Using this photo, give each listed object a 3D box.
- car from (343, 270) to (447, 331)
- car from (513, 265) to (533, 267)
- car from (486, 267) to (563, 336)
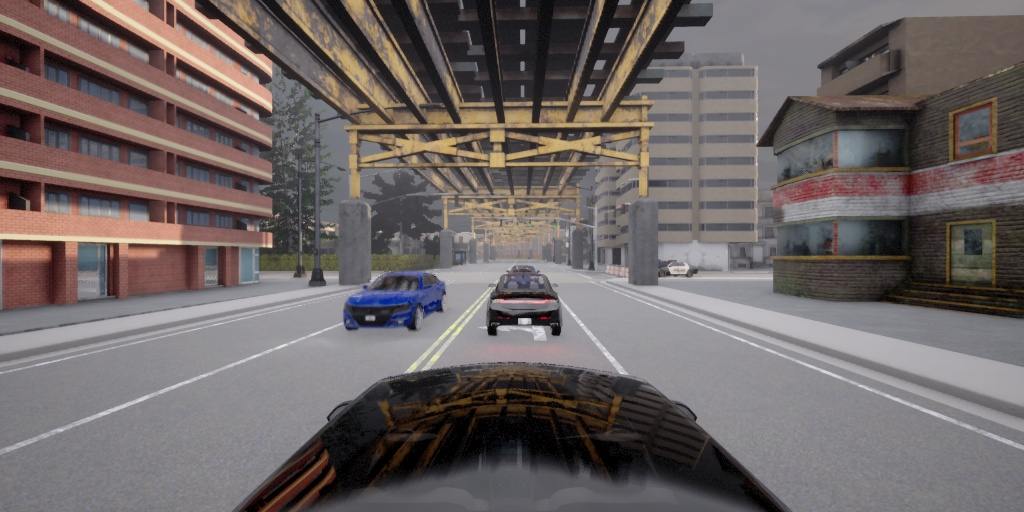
[{"bbox_3d":[-3.341,1.218,11.138,1.882,1.535,5.008,0,0,2],"label":"car"},{"bbox_3d":[0.630,1.244,20.665,1.812,1.442,4.674,0,0,2],"label":"car"},{"bbox_3d":[0.330,1.234,10.385,2.128,1.511,4.902,0,0,1],"label":"car"}]
